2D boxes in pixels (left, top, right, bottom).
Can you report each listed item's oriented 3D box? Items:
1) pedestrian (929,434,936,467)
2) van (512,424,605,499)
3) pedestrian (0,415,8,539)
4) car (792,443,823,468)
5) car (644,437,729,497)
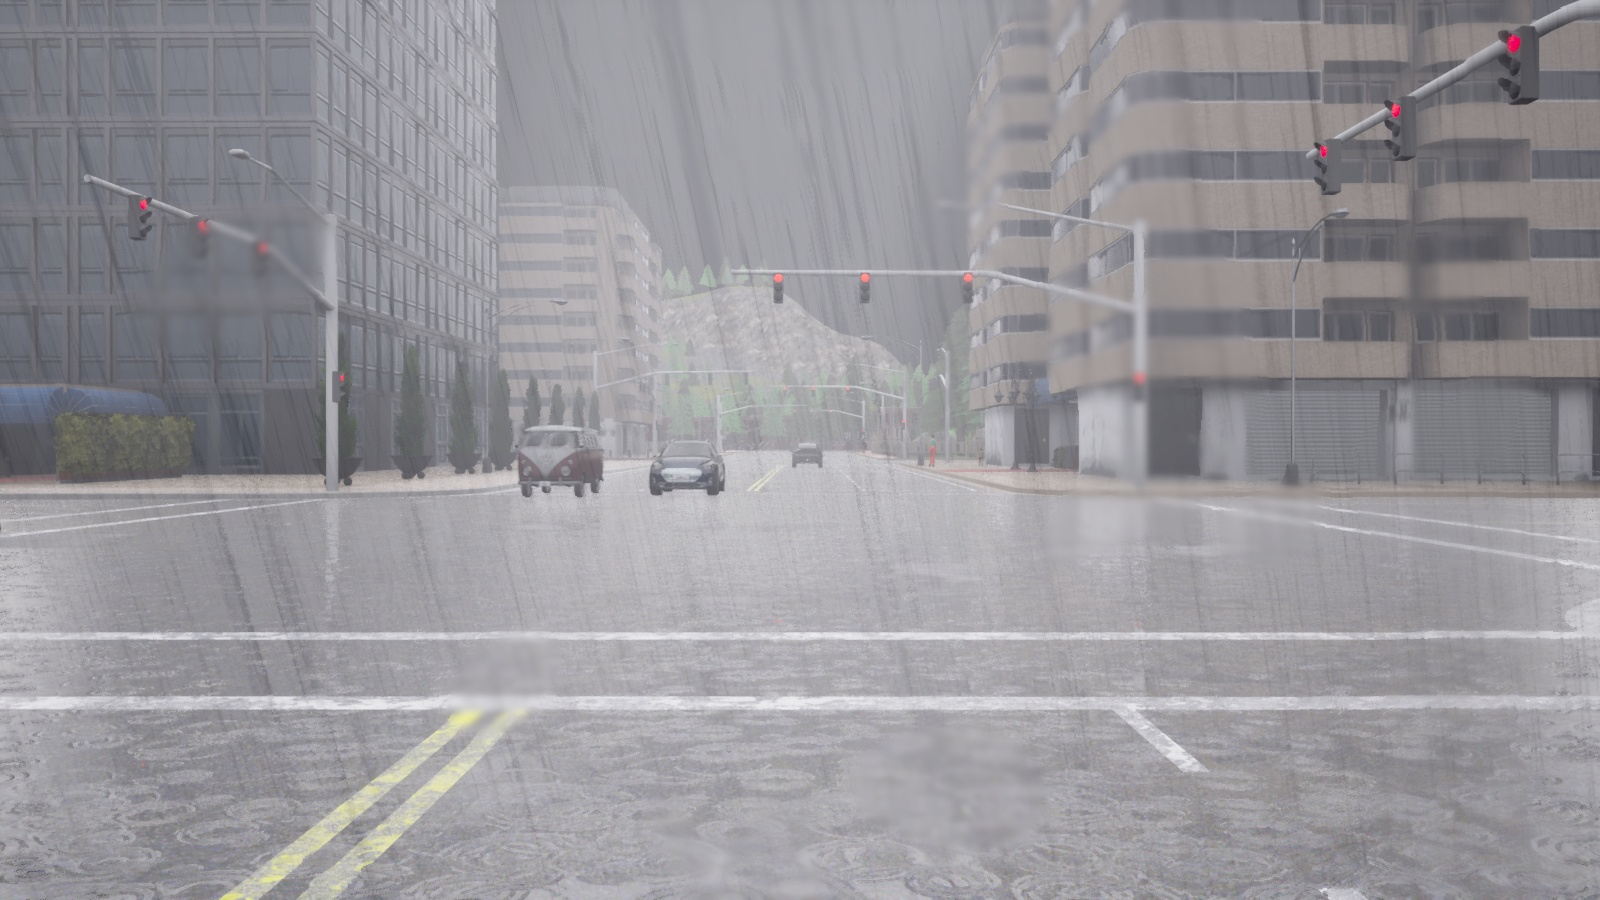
[{"bbox_3d":[7.459,0.011,70.543,0.345,1.836,0.594,0,0,12],"label":"pedestrian"},{"bbox_3d":[-6.781,0.292,35.662,1.775,1.987,4.442,0,0,0],"label":"van"},{"bbox_3d":[-12.807,0.423,19.558,0.423,1.949,0.788,0,0,2],"label":"pedestrian"},{"bbox_3d":[0.453,0.319,76.675,1.837,1.490,4.892,0,0,0],"label":"car"},{"bbox_3d":[-3.273,0.465,37.007,2.033,1.649,4.856,0,0,0],"label":"car"}]
